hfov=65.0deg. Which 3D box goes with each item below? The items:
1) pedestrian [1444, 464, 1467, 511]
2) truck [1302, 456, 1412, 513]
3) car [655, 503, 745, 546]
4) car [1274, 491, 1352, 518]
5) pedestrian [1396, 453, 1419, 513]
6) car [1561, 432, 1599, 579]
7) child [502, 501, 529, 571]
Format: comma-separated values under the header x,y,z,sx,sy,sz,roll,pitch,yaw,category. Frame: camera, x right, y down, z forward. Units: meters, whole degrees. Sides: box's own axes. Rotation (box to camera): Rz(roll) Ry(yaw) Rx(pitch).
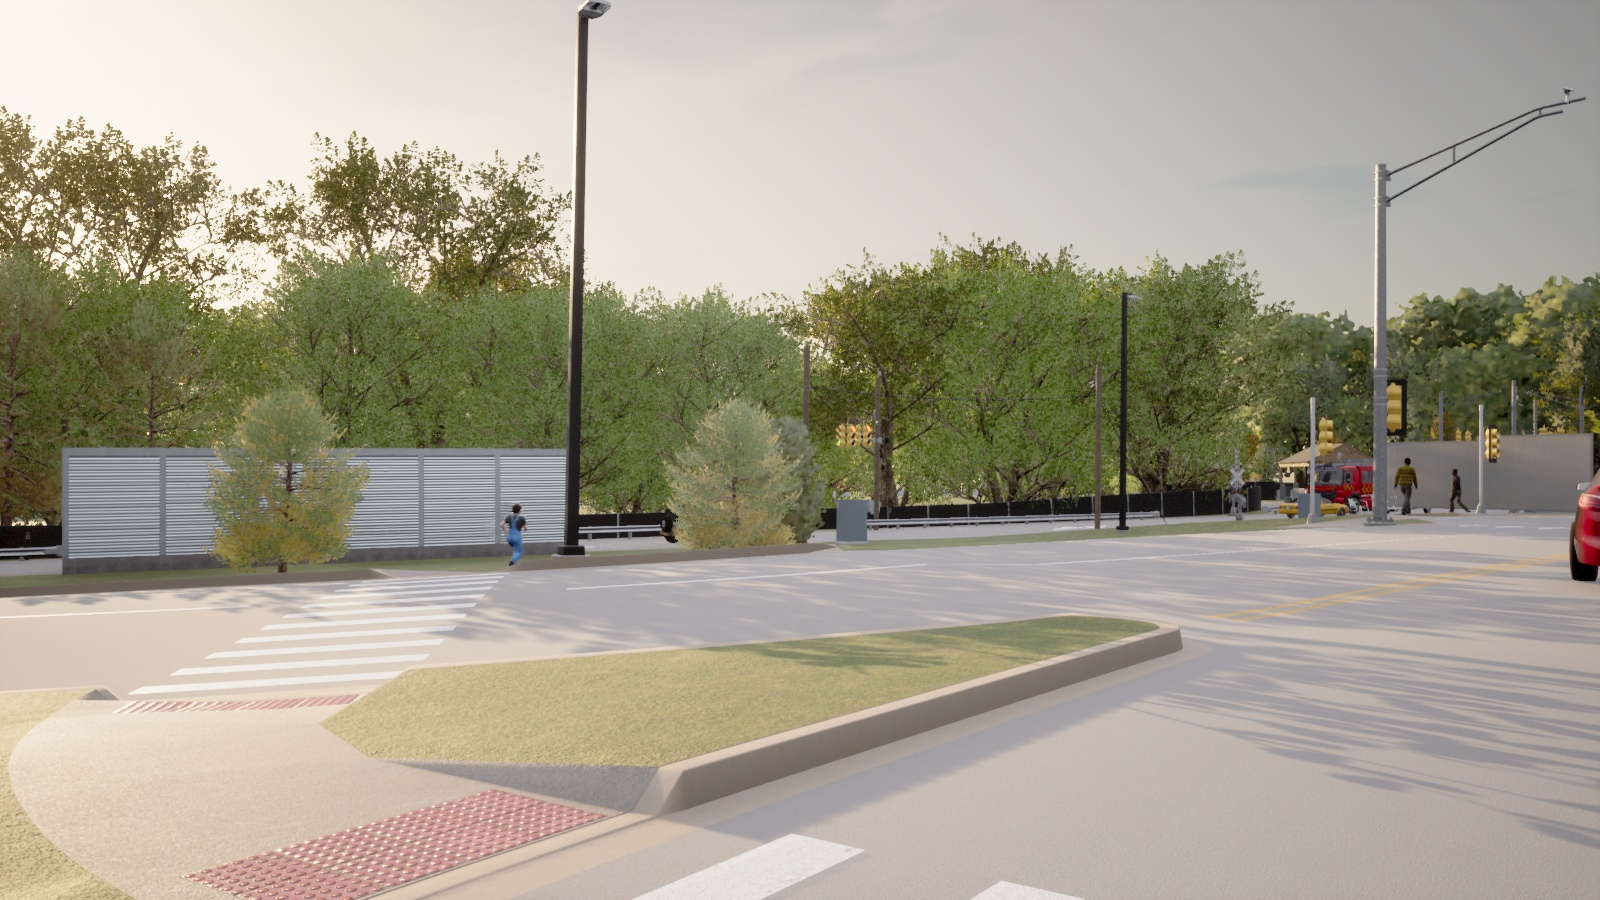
x,y,z,sx,sy,sz,roll,pitch,yaw,category
25.820,1.489,49.468,0.703,1.840,0.431,-1,-2,45,pedestrian
40.064,2.428,90.219,8.468,3.827,2.891,0,-1,-32,truck
-4.819,3.559,60.407,3.866,1.878,1.905,0,-1,-30,car
33.542,3.534,82.083,5.366,1.575,1.801,0,0,-30,car
18.914,1.019,39.094,0.709,1.840,0.431,2,-2,-45,pedestrian
11.008,0.626,15.717,2.242,1.667,4.611,-1,-1,35,car
-5.188,1.562,22.882,0.270,1.263,0.437,0,-2,19,child
